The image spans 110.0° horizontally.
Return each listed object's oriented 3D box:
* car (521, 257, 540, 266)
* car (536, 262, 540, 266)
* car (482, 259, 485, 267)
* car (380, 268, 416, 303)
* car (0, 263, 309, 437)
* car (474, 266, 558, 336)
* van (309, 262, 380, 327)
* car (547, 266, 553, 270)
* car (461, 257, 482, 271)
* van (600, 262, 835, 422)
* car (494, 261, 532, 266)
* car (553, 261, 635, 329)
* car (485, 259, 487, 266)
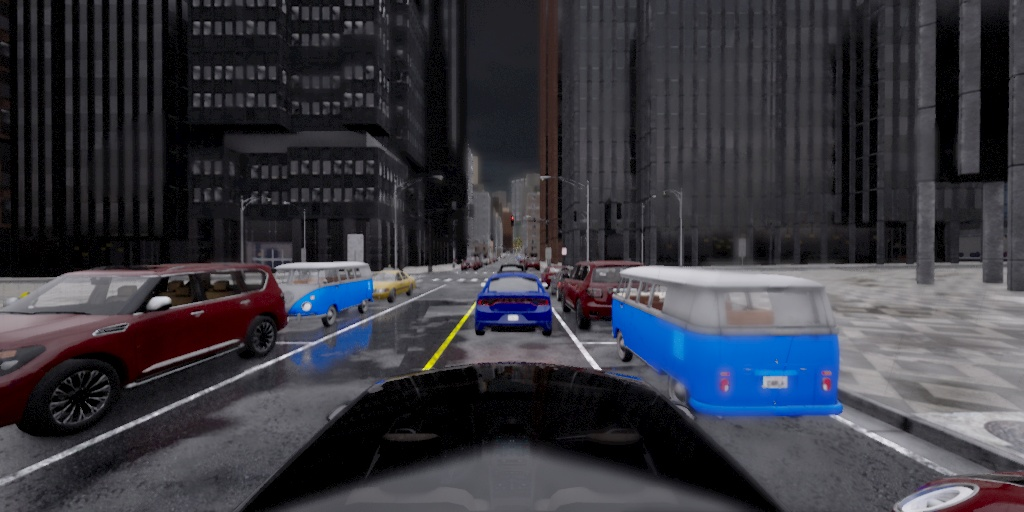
[{"bbox_3d":[2.763,1.026,49.230,2.192,1.841,5.009,0,0,0],"label":"car"},{"bbox_3d":[2.763,1.272,22.190,1.888,1.381,4.507,0,0,0],"label":"car"},{"bbox_3d":[-5.762,1.025,54.883,2.192,1.841,5.009,0,0,0],"label":"car"},{"bbox_3d":[-5.763,1.258,16.506,1.751,1.417,4.829,0,0,0],"label":"car"},{"bbox_3d":[-5.765,1.060,5.627,2.192,1.841,5.009,0,0,0],"label":"car"},{"bbox_3d":[0.058,1.217,10.426,1.882,1.535,5.008,0,0,1],"label":"car"},{"bbox_3d":[-5.764,1.079,11.152,1.690,1.789,3.998,0,0,0],"label":"van"},{"bbox_3d":[2.764,1.283,16.664,2.007,1.370,4.403,0,0,0],"label":"car"},{"bbox_3d":[-5.762,1.026,49.240,2.192,1.841,5.009,0,0,0],"label":"car"},{"bbox_3d":[2.767,1.086,5.613,1.690,1.789,3.998,0,0,0],"label":"van"},{"bbox_3d":[0.001,1.233,20.797,1.837,1.490,4.892,0,0,0],"label":"car"},{"bbox_3d":[2.765,1.053,11.139,2.192,1.841,5.009,0,0,0],"label":"car"},{"bbox_3d":[-5.762,1.276,60.526,1.948,1.339,4.313,0,0,0],"label":"car"}]
